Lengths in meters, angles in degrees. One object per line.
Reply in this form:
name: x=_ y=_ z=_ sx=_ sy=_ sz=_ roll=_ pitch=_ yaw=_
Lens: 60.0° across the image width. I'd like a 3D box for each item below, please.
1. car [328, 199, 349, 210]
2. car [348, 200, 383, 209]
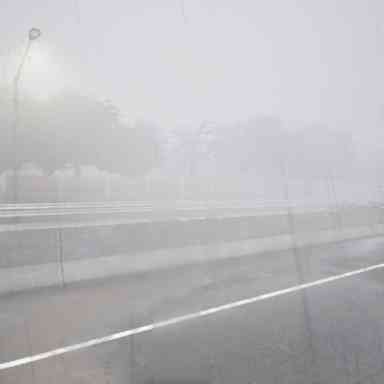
car: x=17.447 y=1.511 z=37.728 sx=4.718 sy=1.301 sz=1.895 roll=0 pitch=0 yaw=-35
car: x=18.575 y=1.514 z=34.249 sx=4.718 sy=1.301 sz=1.895 roll=0 pitch=0 yaw=-35
